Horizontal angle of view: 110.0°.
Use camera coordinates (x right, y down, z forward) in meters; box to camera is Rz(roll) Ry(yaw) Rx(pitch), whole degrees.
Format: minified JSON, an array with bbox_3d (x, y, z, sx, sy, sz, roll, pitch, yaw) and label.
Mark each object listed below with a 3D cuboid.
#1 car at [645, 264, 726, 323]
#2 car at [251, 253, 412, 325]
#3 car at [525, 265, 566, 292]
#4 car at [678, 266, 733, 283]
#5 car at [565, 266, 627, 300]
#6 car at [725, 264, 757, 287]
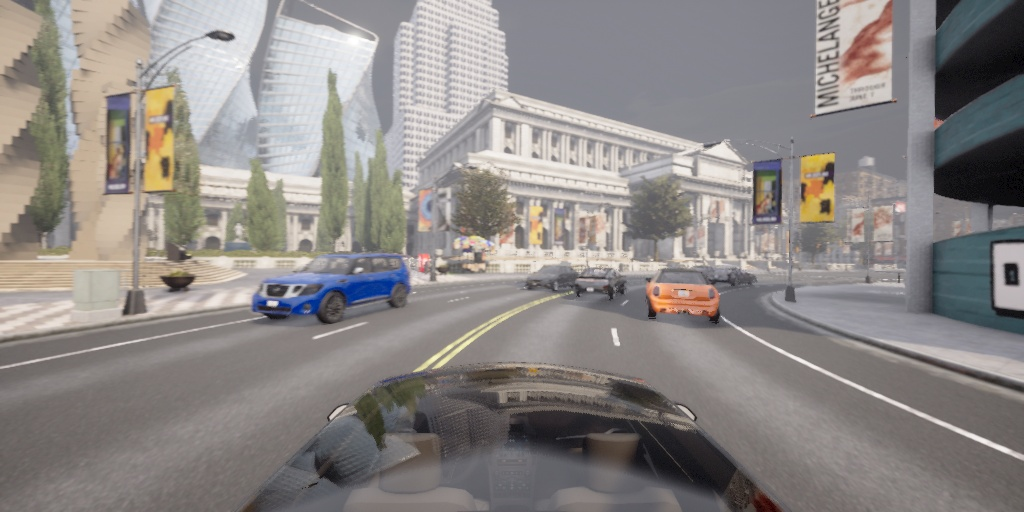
[{"bbox_3d":[6.042,1.215,13.130,2.097,1.767,4.553,1,0,20],"label":"car"},{"bbox_3d":[-5.547,0.907,12.051,2.150,2.045,5.566,1,0,15],"label":"car"},{"bbox_3d":[2.566,1.332,22.183,1.837,1.490,4.892,0,-1,32],"label":"car"},{"bbox_3d":[17.537,1.620,32.467,5.357,1.411,2.033,1,0,-32],"label":"car"},{"bbox_3d":[4.688,1.344,18.533,2.128,1.511,4.902,1,0,27],"label":"car"},{"bbox_3d":[17.179,1.606,28.066,5.357,1.411,2.033,1,0,-36],"label":"car"}]
